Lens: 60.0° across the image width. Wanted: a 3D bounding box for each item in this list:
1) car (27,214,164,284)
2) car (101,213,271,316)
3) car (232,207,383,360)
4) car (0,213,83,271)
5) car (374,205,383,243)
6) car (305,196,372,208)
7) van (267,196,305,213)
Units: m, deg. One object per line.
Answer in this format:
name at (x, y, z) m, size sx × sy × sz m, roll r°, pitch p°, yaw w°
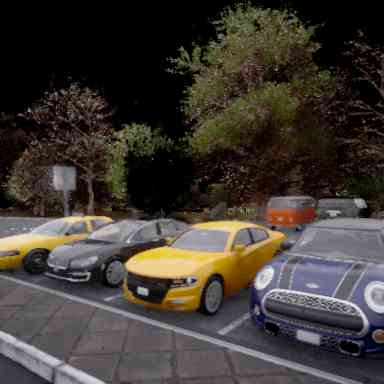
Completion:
car at (-1.653, 1.479, 9.493) m, size 2.231 × 1.521 × 4.892 m, roll 0°, pitch 0°, yaw 36°
car at (0.596, 1.471, 7.872) m, size 2.097 × 1.535 × 5.008 m, roll 0°, pitch 0°, yaw 36°
car at (2.863, 1.347, 6.267) m, size 2.185 × 1.767 × 4.553 m, roll 0°, pitch 0°, yaw 36°
car at (-4.010, 1.490, 10.958) m, size 1.946 × 1.575 × 5.366 m, roll 0°, pitch 0°, yaw 36°
car at (10.562, 1.468, 16.574) m, size 1.946 × 1.575 × 5.366 m, roll 0°, pitch 0°, yaw 36°
car at (8.441, 1.217, 18.367) m, size 2.435 × 2.045 × 5.566 m, roll 0°, pitch 0°, yaw 36°
van at (6.148, 1.250, 20.132) m, size 1.878 × 1.987 × 4.442 m, roll 0°, pitch 0°, yaw 36°
